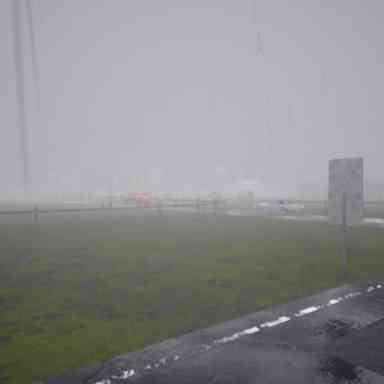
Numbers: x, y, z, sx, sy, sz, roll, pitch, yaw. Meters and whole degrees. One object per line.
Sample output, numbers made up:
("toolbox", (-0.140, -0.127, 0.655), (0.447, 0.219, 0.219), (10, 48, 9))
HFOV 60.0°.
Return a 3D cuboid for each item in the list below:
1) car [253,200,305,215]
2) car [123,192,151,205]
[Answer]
("car", (7.978, 1.371, 31.061), (1.895, 1.301, 4.718), (1, 0, -38))
("car", (-8.627, 0.966, 51.946), (2.150, 2.045, 5.566), (1, 0, -40))
